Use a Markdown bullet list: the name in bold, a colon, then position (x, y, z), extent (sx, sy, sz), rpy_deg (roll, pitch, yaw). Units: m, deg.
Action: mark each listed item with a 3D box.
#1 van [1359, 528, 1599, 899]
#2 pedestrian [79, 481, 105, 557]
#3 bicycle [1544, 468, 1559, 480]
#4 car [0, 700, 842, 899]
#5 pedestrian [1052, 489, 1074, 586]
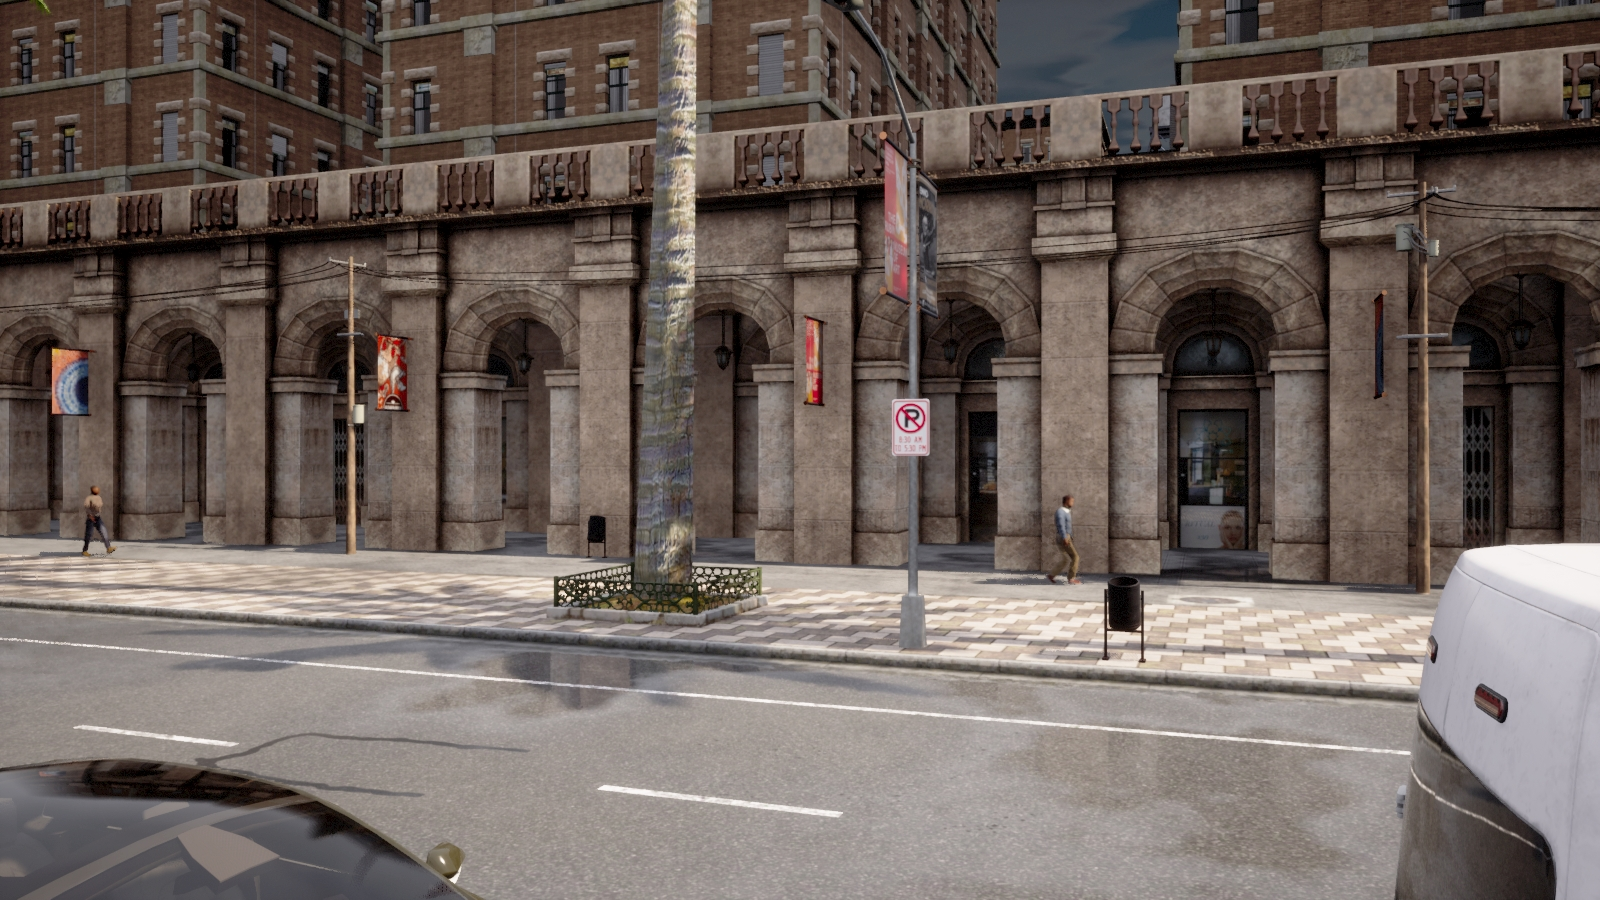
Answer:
- **van**: position (4.249, 1.534, 1.754), extent (5.915, 2.561, 1.988), rpy_deg (0, 0, 20)
- **pedestrian**: position (-17.491, 1.696, 28.226), extent (0.375, 1.860, 0.375), rpy_deg (0, 0, 20)
- **bicycle**: position (70.792, 2.257, 107.624), extent (0.859, 1.080, 1.487), rpy_deg (0, 1, 21)
- **car**: position (-2.519, 2.061, 4.220), extent (4.892, 1.480, 2.231), rpy_deg (0, 0, 20)
- **pedestrian**: position (5.140, 1.696, 22.330), extent (0.375, 1.860, 0.375), rpy_deg (0, 0, 20)
